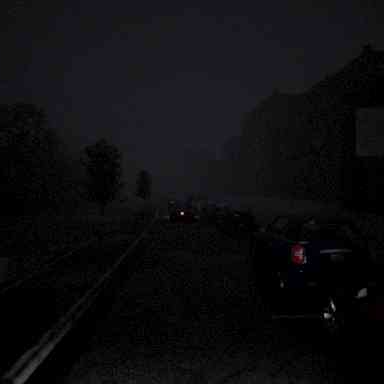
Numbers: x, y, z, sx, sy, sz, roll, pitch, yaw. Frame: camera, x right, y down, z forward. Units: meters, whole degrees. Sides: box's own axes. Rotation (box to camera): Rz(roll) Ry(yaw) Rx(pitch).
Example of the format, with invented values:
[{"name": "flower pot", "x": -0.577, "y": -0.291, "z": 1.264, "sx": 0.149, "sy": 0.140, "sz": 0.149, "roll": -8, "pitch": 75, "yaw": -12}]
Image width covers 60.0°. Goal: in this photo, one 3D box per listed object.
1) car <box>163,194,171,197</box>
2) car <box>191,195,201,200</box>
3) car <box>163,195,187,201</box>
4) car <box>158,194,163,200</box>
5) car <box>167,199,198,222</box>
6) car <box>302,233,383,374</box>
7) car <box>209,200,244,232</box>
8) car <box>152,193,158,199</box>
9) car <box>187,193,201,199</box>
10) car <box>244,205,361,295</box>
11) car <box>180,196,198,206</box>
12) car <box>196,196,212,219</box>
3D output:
[{"name": "car", "x": -4.695, "y": 1.270, "z": 75.275, "sx": 1.946, "sy": 1.575, "sz": 5.366, "roll": 0, "pitch": 0, "yaw": -12}, {"name": "car", "x": 1.383, "y": 1.461, "z": 36.914, "sx": 1.946, "sy": 1.575, "sz": 5.366, "roll": 0, "pitch": 0, "yaw": -5}, {"name": "car", "x": -2.262, "y": 1.452, "z": 42.845, "sx": 2.128, "sy": 1.511, "sz": 4.902, "roll": 0, "pitch": 0, "yaw": -6}, {"name": "car", "x": -6.332, "y": 1.256, "z": 82.123, "sx": 2.163, "sy": 1.488, "sz": 4.792, "roll": 0, "pitch": 0, "yaw": -13}, {"name": "car", "x": -0.844, "y": 1.556, "z": 26.649, "sx": 1.994, "sy": 1.385, "sz": 4.181, "roll": 0, "pitch": 0, "yaw": -4}, {"name": "car", "x": 3.051, "y": 1.512, "z": 3.433, "sx": 2.163, "sy": 1.488, "sz": 4.792, "roll": 0, "pitch": 0, "yaw": 0}, {"name": "car", "x": 2.540, "y": 1.482, "z": 20.070, "sx": 2.231, "sy": 1.521, "sz": 4.892, "roll": 0, "pitch": 0, "yaw": -2}, {"name": "car", "x": -8.868, "y": 1.154, "z": 91.380, "sx": 2.097, "sy": 1.535, "sz": 5.008, "roll": 0, "pitch": 0, "yaw": -16}, {"name": "car", "x": 0.175, "y": 1.180, "z": 47.821, "sx": 2.435, "sy": 2.045, "sz": 5.566, "roll": 0, "pitch": 0, "yaw": -7}, {"name": "car", "x": 2.952, "y": 1.358, "z": 8.932, "sx": 2.185, "sy": 1.767, "sz": 4.553, "roll": 0, "pitch": 0, "yaw": -1}, {"name": "car", "x": -0.565, "y": 1.408, "z": 53.320, "sx": 2.231, "sy": 1.521, "sz": 4.892, "roll": 0, "pitch": 0, "yaw": -8}, {"name": "car", "x": 1.859, "y": 1.473, "z": 31.180, "sx": 2.097, "sy": 1.535, "sz": 5.008, "roll": 0, "pitch": 0, "yaw": -4}]
